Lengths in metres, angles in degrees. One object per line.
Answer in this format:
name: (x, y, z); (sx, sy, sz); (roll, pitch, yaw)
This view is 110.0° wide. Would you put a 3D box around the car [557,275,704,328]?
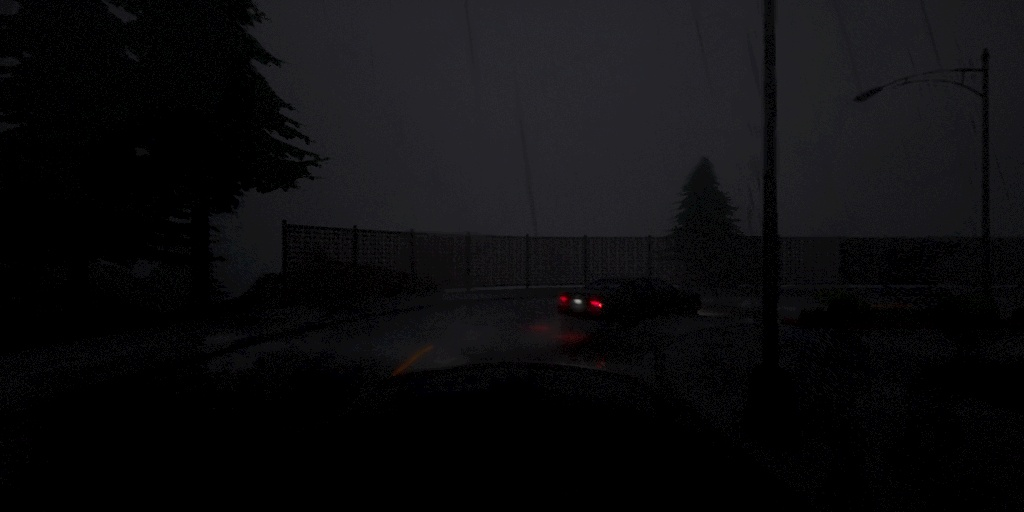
car: (3.920, 1.326, 11.454); (5.357, 1.411, 2.033); (0, 0, -35)
